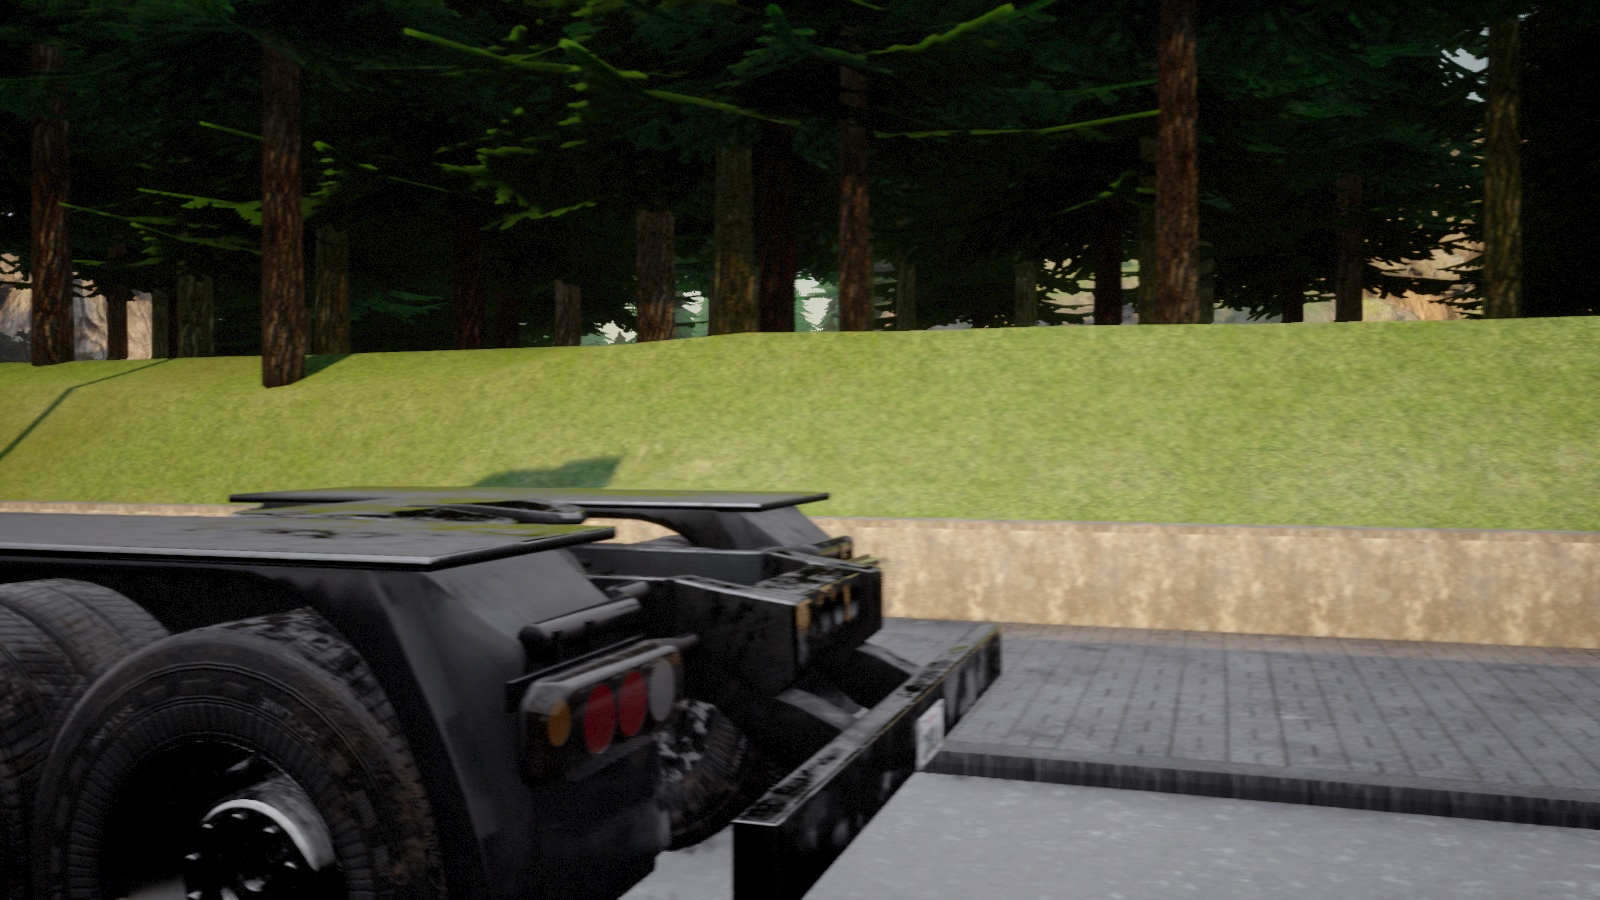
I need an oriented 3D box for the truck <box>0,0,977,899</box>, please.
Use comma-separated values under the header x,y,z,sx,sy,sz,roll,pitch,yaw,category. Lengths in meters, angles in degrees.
x,y,z,sx,sy,sz,roll,pitch,yaw,category
-3.525,-0.247,4.894,7.936,3.462,2.891,1,1,19,truck
